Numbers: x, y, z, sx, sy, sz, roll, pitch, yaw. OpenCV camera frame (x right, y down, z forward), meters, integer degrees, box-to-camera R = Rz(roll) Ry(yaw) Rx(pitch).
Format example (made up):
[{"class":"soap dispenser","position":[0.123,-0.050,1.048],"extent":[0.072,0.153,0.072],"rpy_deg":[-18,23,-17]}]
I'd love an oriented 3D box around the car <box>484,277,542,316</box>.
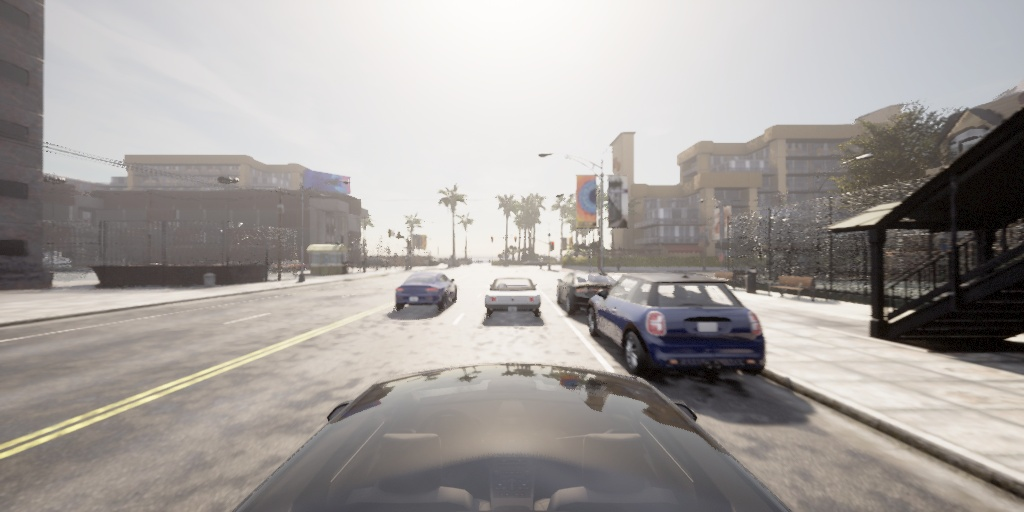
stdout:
[{"class":"car","position":[0.043,1.432,13.711],"extent":[1.895,1.301,4.718],"rpy_deg":[0,0,1]}]

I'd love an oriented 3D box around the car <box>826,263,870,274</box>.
[{"class":"car","position":[42.725,1.592,44.964],"extent":[5.357,1.411,2.033],"rpy_deg":[0,0,0]}]

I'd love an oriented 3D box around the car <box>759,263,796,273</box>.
[{"class":"car","position":[36.273,1.615,48.455],"extent":[5.357,1.411,2.033],"rpy_deg":[0,0,0]}]

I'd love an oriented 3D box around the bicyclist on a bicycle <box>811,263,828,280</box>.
[{"class":"bicyclist on a bicycle","position":[26.083,1.246,30.417],"extent":[0.582,1.620,1.656],"rpy_deg":[0,-1,0]}]

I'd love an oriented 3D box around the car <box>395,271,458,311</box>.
[{"class":"car","position":[-3.446,1.366,14.954],"extent":[1.812,1.442,4.674],"rpy_deg":[0,0,0]}]
